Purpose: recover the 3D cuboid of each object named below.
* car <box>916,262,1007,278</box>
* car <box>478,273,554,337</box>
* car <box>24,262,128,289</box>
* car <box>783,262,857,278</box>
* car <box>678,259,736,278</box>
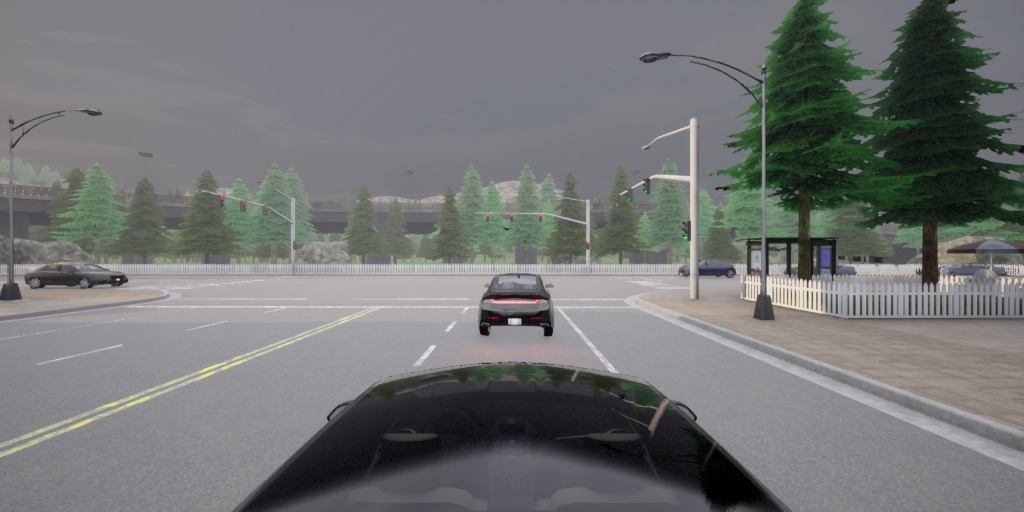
[{"bbox_3d":[39.171,1.241,31.341,5.357,1.411,2.033,0,0,11],"label":"car"},{"bbox_3d":[0.180,1.241,10.372,2.128,1.511,4.902,0,0,3],"label":"car"},{"bbox_3d":[-26.429,1.200,21.836,4.892,1.490,1.837,0,0,0],"label":"car"},{"bbox_3d":[27.671,1.242,32.274,5.357,1.411,2.033,0,0,1],"label":"car"},{"bbox_3d":[17.514,1.046,32.366,4.553,1.767,2.097,0,0,0],"label":"car"}]
